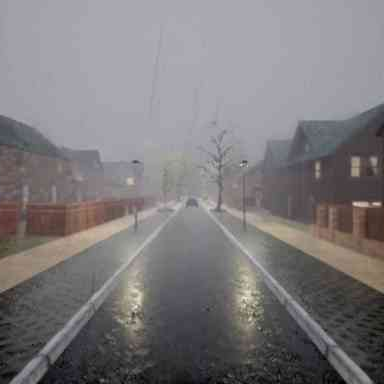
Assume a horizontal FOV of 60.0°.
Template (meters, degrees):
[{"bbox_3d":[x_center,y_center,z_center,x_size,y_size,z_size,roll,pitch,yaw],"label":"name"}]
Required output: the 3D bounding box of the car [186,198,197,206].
[{"bbox_3d":[-0.012,1.850,64.043,2.033,1.411,5.357,0,0,0],"label":"car"}]

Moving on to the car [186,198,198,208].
[{"bbox_3d":[-0.010,1.714,53.730,1.882,1.535,5.008,0,0,0],"label":"car"}]
